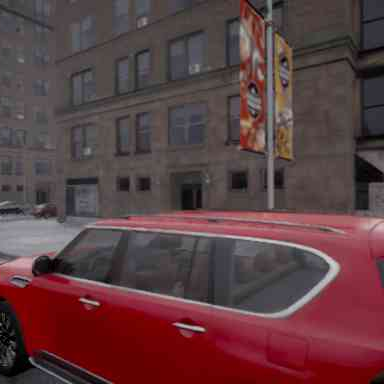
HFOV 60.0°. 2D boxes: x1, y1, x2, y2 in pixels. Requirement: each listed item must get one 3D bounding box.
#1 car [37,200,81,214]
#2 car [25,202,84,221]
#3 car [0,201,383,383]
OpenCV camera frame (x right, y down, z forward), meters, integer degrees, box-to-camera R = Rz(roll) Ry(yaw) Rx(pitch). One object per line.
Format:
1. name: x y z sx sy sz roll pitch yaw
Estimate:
1. car: -14.719 1.616 36.958 1.802 1.307 4.206 0 0 35
2. car: -11.383 1.565 27.809 1.802 1.307 4.206 0 0 35
3. car: -0.259 1.223 3.864 5.566 2.045 2.150 0 0 36
